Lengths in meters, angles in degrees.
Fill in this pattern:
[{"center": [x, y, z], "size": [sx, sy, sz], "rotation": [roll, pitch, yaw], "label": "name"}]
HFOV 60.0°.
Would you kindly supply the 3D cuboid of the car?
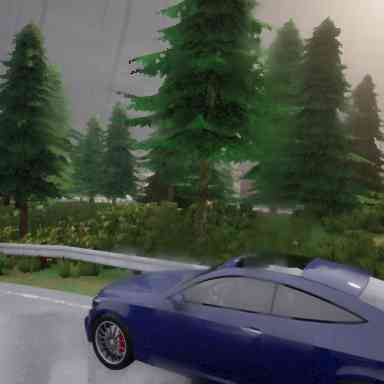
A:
[{"center": [0.779, 1.499, 4.083], "size": [4.674, 1.442, 1.812], "rotation": [1, 1, 31], "label": "car"}]
